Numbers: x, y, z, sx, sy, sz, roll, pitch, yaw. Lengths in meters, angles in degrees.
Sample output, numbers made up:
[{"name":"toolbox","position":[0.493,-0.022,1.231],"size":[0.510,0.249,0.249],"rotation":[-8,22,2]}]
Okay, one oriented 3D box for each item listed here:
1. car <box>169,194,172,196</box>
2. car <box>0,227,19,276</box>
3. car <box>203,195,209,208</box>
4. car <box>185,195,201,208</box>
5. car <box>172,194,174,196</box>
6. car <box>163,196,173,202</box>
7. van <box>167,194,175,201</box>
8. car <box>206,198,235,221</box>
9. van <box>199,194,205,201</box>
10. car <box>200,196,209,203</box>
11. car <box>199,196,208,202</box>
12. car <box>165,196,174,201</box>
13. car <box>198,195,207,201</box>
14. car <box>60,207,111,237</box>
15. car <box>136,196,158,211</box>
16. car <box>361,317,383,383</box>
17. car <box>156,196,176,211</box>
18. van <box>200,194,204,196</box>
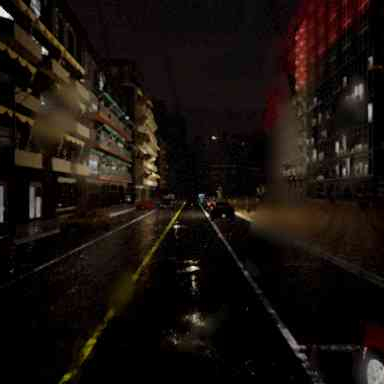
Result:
[{"name":"car","position":[-5.700,1.622,68.164],"size":[2.008,1.369,4.403],"rotation":[0,0,0]},{"name":"car","position":[-5.697,1.442,7.370],"size":[1.967,1.590,4.097],"rotation":[0,0,0]},{"name":"car","position":[2.681,1.469,40.530],"size":[1.967,1.590,4.097],"rotation":[0,0,0]},{"name":"car","position":[0.004,1.564,47.396],"size":[1.812,1.442,4.674],"rotation":[0,0,0]},{"name":"car","position":[-5.701,1.522,73.689],"size":[1.967,1.590,4.097],"rotation":[0,0,0]},{"name":"car","position":[-5.701,1.659,79.216],"size":[1.947,1.339,4.313],"rotation":[0,0,0]},{"name":"van","position":[-5.704,1.459,90.271],"size":[1.690,1.788,3.998],"rotation":[0,0,0]},{"name":"car","position":[2.352,1.518,26.948],"size":[1.837,1.490,4.892],"rotation":[0,0,0]},{"name":"van","position":[2.676,1.459,90.271],"size":[1.690,1.788,3.998],"rotation":[0,0,0]},{"name":"car","position":[2.679,1.607,73.859],"size":[1.752,1.417,4.829],"rotation":[0,0,0]},{"name":"car","position":[2.679,1.659,79.217],"size":[1.947,1.339,4.313],"rotation":[0,0,0]},{"name":"car","position":[-5.702,1.650,84.743],"size":[1.887,1.381,4.507],"rotation":[0,0,0]},{"name":"car","position":[2.677,1.545,84.743],"size":[1.967,1.590,4.097],"rotation":[0,0,0]},{"name":"car","position":[-5.696,1.532,18.254],"size":[1.752,1.417,4.829],"rotation":[0,0,0]},{"name":"car","position":[-5.699,1.574,40.530],"size":[1.887,1.381,4.507],"rotation":[0,0,0]},{"name":"car","position":[2.685,1.545,1.844],"size":[1.887,1.381,4.507],"rotation":[0,0,0]},{"name":"car","position":[-3.092,1.538,42.078],"size":[1.837,1.490,4.892],"rotation":[0,-1,0]},{"name":"van","position":[2.678,1.412,68.164],"size":[1.690,1.788,3.998],"rotation":[0,0,0]}]
